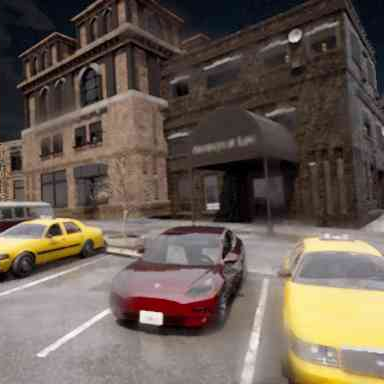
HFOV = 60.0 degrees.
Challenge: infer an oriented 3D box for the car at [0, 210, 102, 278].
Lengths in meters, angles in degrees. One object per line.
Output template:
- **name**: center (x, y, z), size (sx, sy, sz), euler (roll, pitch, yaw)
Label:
- **car**: center (-4.877, 1.555, 10.715), size (1.946, 1.575, 5.366), euler (0, -1, 16)

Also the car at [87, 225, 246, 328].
- **car**: center (0.029, 1.546, 7.378), size (2.163, 1.488, 4.792), euler (0, -1, 16)

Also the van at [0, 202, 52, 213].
- **van**: center (-7.289, 1.363, 12.531), size (1.878, 1.987, 4.442), euler (0, -1, 16)

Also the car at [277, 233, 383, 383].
- **car**: center (2.419, 1.496, 5.491), size (1.946, 1.575, 5.366), euler (0, -1, 16)
